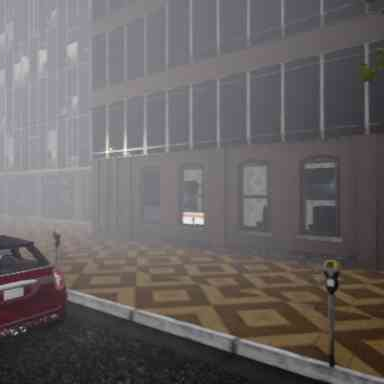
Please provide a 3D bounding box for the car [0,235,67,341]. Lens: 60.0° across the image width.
[{"bbox_3d":[-4.052,1.437,5.768,4.097,1.590,1.967,0,0,36],"label":"car"}]
